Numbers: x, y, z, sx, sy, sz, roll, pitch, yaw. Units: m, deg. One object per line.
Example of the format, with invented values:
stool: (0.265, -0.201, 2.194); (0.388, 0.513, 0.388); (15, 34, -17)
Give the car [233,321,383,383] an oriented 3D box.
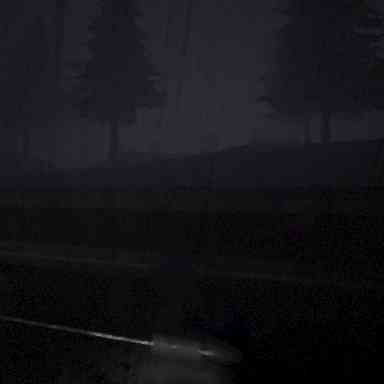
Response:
car: (2.656, 1.505, 2.156); (4.892, 1.490, 1.837); (0, 0, 18)
